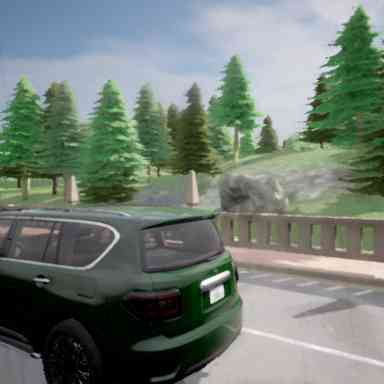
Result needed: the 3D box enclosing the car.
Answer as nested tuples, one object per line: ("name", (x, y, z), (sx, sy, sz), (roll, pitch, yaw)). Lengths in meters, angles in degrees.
("car", (-1.983, 1.213, 5.096), (5.566, 2.045, 2.150), (0, 0, 33))
